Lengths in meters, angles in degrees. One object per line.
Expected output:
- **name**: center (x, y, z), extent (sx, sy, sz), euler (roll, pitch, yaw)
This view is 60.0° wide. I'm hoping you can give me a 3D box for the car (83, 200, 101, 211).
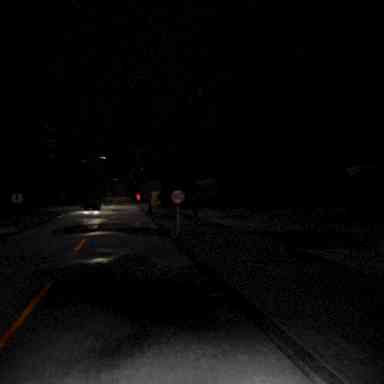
- **car**: center (-12.785, 1.683, 42.861), extent (2.033, 1.411, 5.357), euler (-1, 0, -12)
